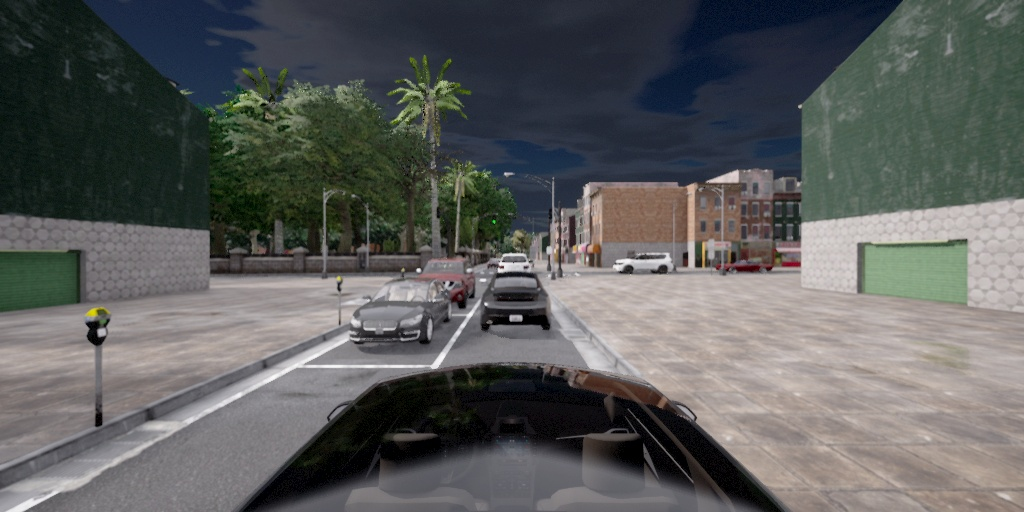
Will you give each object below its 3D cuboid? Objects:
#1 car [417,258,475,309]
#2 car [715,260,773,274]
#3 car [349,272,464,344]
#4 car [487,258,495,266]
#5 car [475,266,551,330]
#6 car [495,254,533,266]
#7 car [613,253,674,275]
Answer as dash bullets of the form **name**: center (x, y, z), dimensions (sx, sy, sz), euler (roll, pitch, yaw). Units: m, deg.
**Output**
- **car**: center (-2.643, 1.006, 14.784), dimensions (2.192, 1.841, 5.009), euler (0, 0, 0)
- **car**: center (22.667, 1.061, 35.171), dimensions (4.718, 1.301, 1.895), euler (0, 0, 0)
- **car**: center (-2.641, 1.264, 9.321), dimensions (2.007, 1.370, 4.403), euler (0, 0, 0)
- **car**: center (-2.655, 1.049, 52.930), dimensions (1.967, 1.591, 4.097), euler (0, 0, 0)
- **car**: center (0.096, 1.213, 10.932), dimensions (1.837, 1.490, 4.892), euler (0, 0, 0)
- **car**: center (0.317, 0.877, 25.948), dimensions (2.150, 2.045, 5.566), euler (0, 0, 4)
- **car**: center (12.846, 0.743, 35.154), dimensions (5.566, 2.045, 2.150), euler (0, 0, 0)
